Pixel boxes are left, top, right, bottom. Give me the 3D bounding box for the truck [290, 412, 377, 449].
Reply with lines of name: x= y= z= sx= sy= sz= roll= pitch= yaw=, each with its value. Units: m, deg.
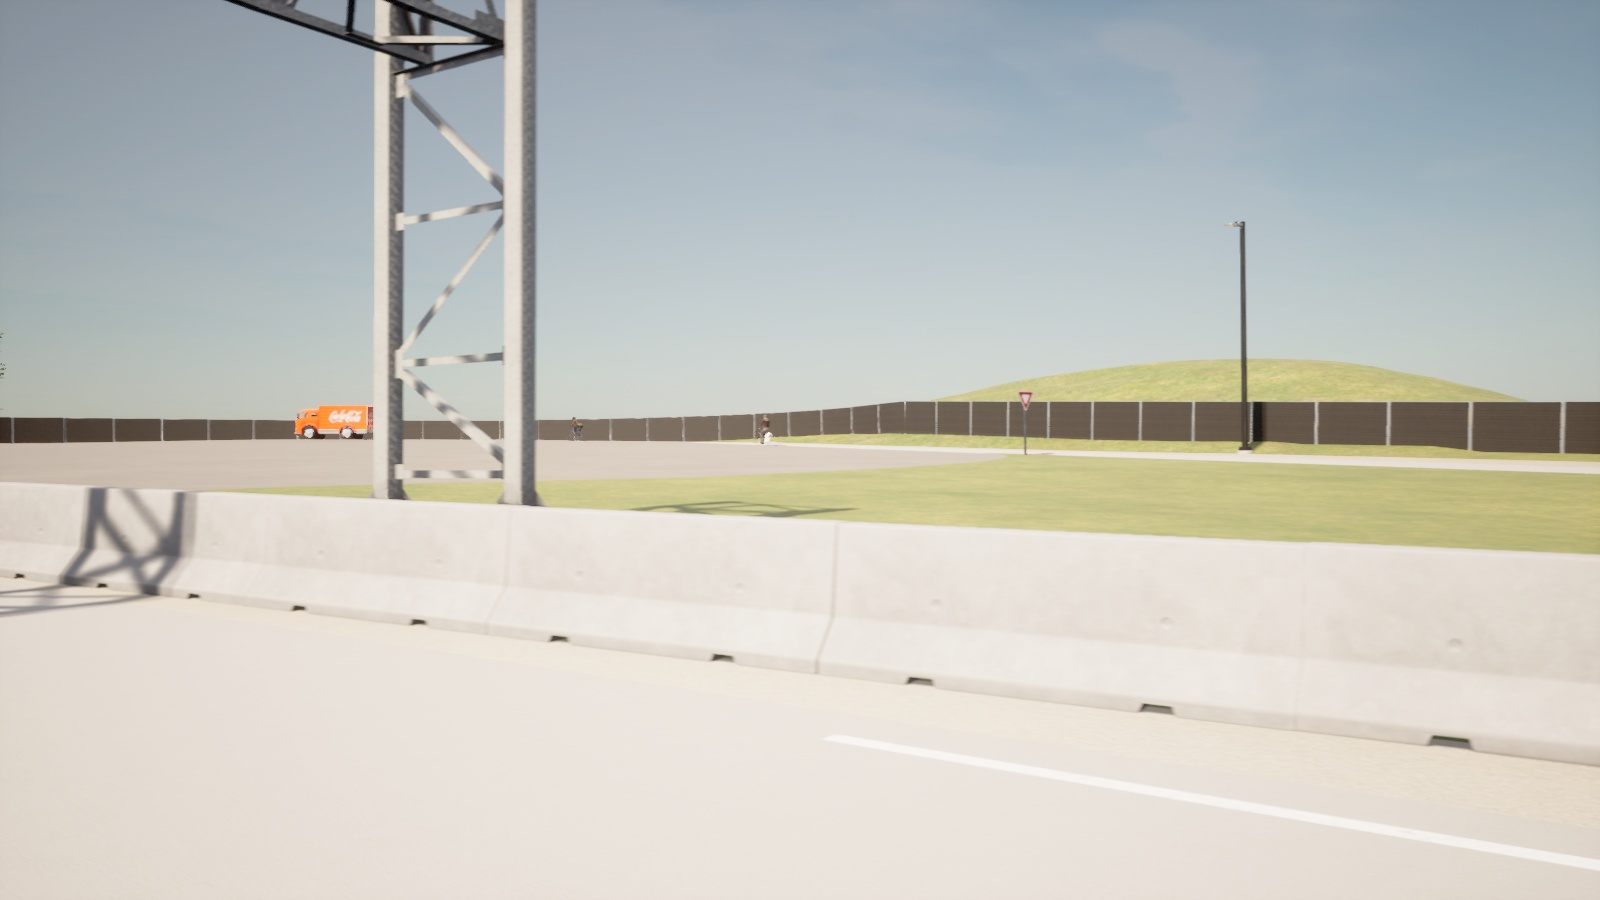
truck: x=-33.172 y=-1.356 z=89.424 sx=5.204 sy=2.467 sz=2.627 roll=-1 pitch=0 yaw=-3
